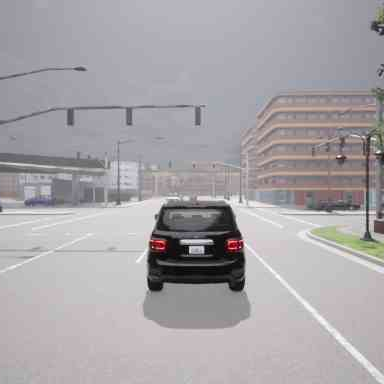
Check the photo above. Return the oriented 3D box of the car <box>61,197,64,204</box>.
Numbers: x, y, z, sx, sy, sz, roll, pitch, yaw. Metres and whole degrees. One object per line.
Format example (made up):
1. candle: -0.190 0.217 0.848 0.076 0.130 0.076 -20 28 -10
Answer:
1. car: -23.974 1.456 56.867 3.806 1.475 1.970 0 0 1

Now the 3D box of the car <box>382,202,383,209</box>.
1. car: 25.895 1.352 41.061 4.553 1.767 2.097 0 0 0

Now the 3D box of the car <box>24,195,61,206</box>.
1. car: -23.263 1.295 51.115 4.611 1.667 2.242 0 0 1

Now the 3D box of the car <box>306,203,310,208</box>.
1. car: 16.723 1.505 41.148 4.892 1.490 1.837 0 0 1

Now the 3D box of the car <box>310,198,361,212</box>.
1. car: 16.337 1.601 37.672 4.718 1.301 1.895 0 0 -3

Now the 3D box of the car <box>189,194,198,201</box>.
1. car: 0.287 1.372 81.202 2.128 1.511 4.902 0 0 0

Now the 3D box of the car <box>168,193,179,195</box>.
1. car: -3.066 1.221 54.541 2.150 2.045 5.566 0 0 2

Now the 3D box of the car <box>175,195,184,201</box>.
1. car: -3.244 1.514 85.480 2.128 1.511 4.902 0 0 0

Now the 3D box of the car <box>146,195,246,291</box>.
1. car: 0.095 1.221 9.164 2.150 2.045 5.566 0 0 0

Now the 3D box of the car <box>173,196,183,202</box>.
1. car: -3.168 1.540 75.151 2.033 1.411 5.357 0 0 0
